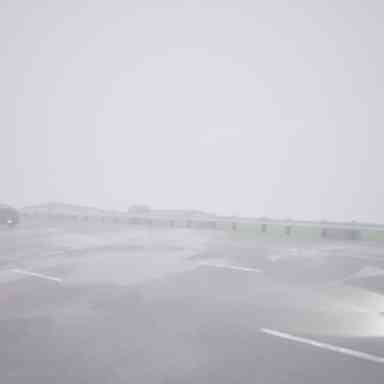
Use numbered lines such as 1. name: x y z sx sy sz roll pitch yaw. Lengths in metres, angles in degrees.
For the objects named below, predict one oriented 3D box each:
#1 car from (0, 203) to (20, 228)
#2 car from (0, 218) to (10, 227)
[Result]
1. car: -12.434 1.398 19.920 4.892 1.490 1.837 0 0 28
2. car: -7.232 1.467 8.874 4.892 1.490 1.837 0 0 31
